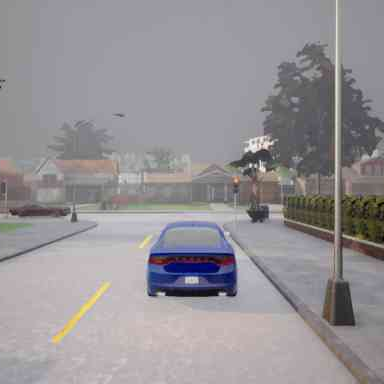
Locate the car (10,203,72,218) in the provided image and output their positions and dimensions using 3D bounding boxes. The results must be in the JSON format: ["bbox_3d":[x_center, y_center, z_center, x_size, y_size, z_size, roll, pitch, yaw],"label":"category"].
[{"bbox_3d":[-13.043,1.601,28.981,4.718,1.301,1.895,0,0,0],"label":"car"}]

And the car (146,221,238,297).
[{"bbox_3d":[0.014,1.478,8.624,1.882,1.535,5.008,0,0,0],"label":"car"}]
